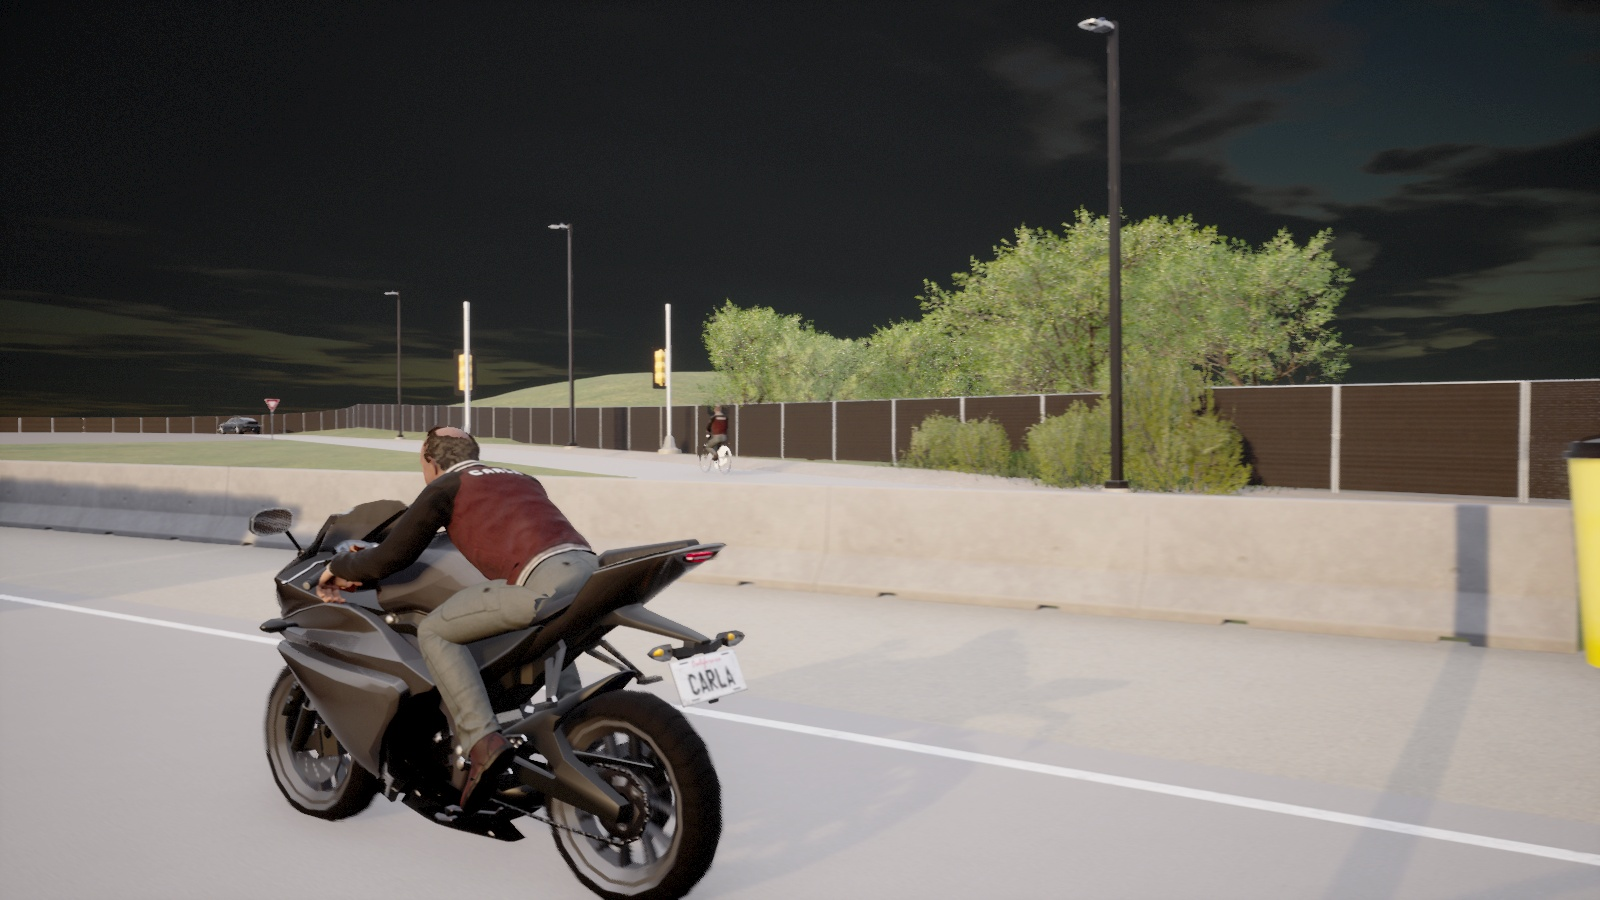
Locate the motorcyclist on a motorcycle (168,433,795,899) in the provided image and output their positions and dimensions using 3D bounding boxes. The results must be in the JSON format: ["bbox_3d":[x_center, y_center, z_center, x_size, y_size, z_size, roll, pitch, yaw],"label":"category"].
[{"bbox_3d":[-1.174,0.718,4.405,2.191,1.530,0.866,0,1,34],"label":"motorcyclist on a motorcycle"}]

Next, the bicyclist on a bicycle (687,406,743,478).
[{"bbox_3d":[-2.180,-0.216,31.908,0.659,1.776,1.843,-2,2,-30],"label":"bicyclist on a bicycle"}]
